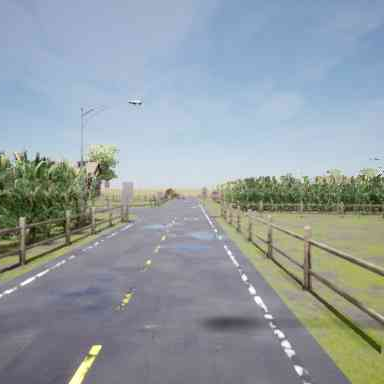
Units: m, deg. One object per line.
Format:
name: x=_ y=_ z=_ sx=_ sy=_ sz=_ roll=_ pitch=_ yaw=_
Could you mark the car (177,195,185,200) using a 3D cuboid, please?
car: x=-2.750 y=1.398 z=85.499 sx=1.812 sy=1.442 sz=4.674 roll=0 pitch=0 yaw=0
